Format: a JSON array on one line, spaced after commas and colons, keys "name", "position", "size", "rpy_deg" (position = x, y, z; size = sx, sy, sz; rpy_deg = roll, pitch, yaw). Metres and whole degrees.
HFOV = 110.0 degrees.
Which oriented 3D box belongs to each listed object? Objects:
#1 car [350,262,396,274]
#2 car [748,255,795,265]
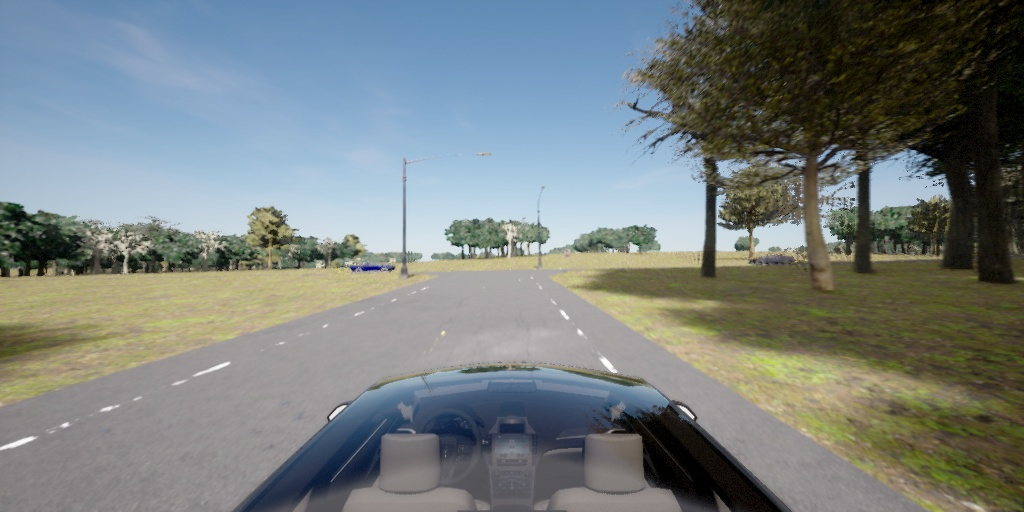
[{"name": "car", "position": [-15.861, 1.337, 41.110], "size": [4.718, 1.301, 1.895], "rpy_deg": [-1, -2, 0]}, {"name": "car", "position": [35.277, 0.524, 48.818], "size": [5.357, 1.411, 2.033], "rpy_deg": [-2, -2, -1]}]
